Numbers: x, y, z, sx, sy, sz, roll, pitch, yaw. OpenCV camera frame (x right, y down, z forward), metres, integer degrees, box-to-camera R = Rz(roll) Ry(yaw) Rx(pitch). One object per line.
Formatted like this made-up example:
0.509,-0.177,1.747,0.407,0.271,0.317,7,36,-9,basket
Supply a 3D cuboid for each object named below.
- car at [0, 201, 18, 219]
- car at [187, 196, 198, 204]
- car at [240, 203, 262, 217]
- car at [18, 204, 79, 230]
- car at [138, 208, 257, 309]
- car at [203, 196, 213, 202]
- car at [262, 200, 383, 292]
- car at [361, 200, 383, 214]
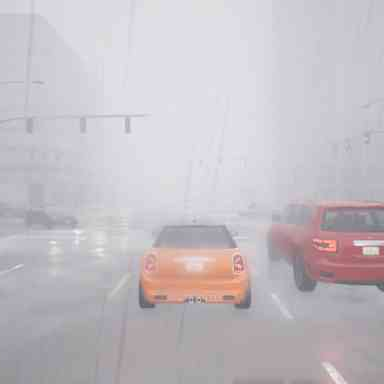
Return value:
-16.537,1.503,28.438,4.892,1.490,1.837,0,0,1,car
0.206,1.520,64.336,1.812,1.442,4.674,0,0,1,car
6.043,1.598,28.176,4.718,1.301,1.895,0,0,1,car
-9.131,1.524,21.453,4.674,1.442,1.812,0,-1,42,car
0.069,1.351,8.037,2.097,1.767,4.553,0,0,1,car
3.612,1.518,74.389,1.812,1.442,4.674,0,0,0,car
3.547,1.221,9.059,2.150,2.045,5.566,0,0,2,car
20.508,1.561,35.209,4.181,1.385,1.994,0,0,1,car
